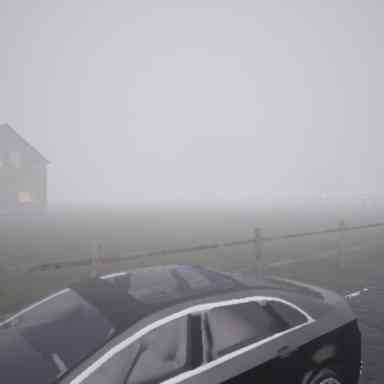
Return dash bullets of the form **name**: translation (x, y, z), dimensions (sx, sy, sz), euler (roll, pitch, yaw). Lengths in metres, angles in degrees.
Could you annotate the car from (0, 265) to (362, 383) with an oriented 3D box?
- **car**: translation (-0.527, 1.495, 2.732), dimensions (4.902, 1.511, 2.128), euler (0, 0, -36)
